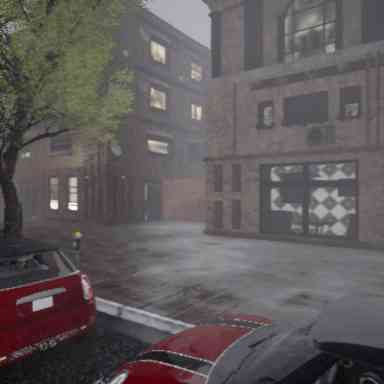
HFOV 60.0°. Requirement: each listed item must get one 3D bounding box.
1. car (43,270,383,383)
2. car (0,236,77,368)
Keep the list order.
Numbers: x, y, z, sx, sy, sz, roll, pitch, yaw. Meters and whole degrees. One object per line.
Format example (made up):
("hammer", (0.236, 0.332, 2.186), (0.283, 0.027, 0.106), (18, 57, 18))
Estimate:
("car", (1.167, 1.440, 2.042), (4.097, 1.590, 1.967), (0, 0, 36))
("car", (-3.471, 1.442, 5.349), (4.097, 1.590, 1.967), (0, 0, 36))
